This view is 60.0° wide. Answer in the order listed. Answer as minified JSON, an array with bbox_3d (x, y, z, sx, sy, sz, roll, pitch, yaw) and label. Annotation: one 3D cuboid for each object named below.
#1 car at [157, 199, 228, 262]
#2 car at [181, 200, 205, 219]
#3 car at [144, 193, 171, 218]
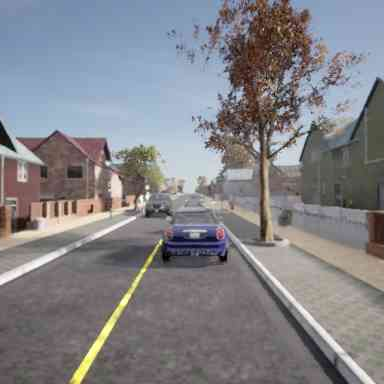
[{"bbox_3d":[0.088,1.321,12.178,2.097,1.767,4.553,0,0,0],"label":"car"},{"bbox_3d":[0.088,1.488,28.864,1.994,1.385,4.181,0,0,0],"label":"car"},{"bbox_3d":[-2.854,1.143,29.669,2.150,2.045,5.566,0,0,0],"label":"car"}]
